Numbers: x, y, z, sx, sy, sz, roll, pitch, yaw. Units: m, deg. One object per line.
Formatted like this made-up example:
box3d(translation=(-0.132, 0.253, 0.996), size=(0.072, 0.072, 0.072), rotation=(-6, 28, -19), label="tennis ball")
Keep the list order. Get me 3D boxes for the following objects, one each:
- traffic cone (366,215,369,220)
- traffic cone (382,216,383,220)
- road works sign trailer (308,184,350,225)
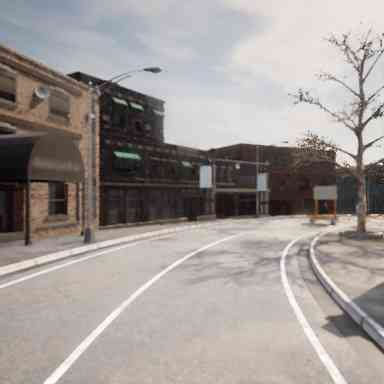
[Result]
box3d(translation=(20.380, 2.911, 38.712), size=(0.340, 0.580, 0.340), rotation=(2, -1, -37), label="traffic cone")
box3d(translation=(22.581, 2.959, 39.109), size=(0.340, 0.580, 0.340), rotation=(2, -1, -37), label="traffic cone")
box3d(translation=(12.514, 1.116, 30.882), size=(2.880, 3.560, 2.380), rotation=(0, -2, -40), label="road works sign trailer")
